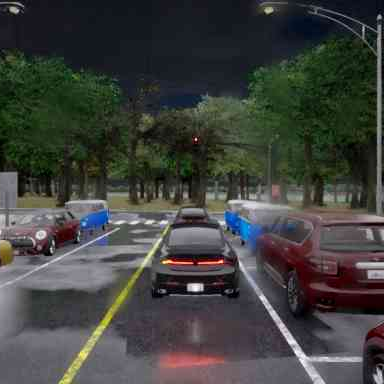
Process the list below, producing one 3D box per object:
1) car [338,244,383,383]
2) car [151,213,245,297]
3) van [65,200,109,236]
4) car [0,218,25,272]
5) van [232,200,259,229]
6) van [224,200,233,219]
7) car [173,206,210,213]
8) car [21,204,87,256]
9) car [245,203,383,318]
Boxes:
[{"bbox_3d":[2.762,1.440,1.926,1.967,1.590,4.097,0,0,0],"label":"car"},{"bbox_3d":[0.073,1.505,8.535,1.837,1.490,4.892,0,0,0],"label":"car"},{"bbox_3d":[-5.772,1.342,18.235,1.690,1.788,3.998,0,0,0],"label":"van"},{"bbox_3d":[-5.766,1.525,7.190,1.752,1.417,4.829,0,0,0],"label":"car"},{"bbox_3d":[2.756,1.342,12.801,1.690,1.788,3.998,0,0,0],"label":"van"},{"bbox_3d":[2.753,1.342,18.239,1.690,1.788,3.998,0,0,0],"label":"van"},{"bbox_3d":[0.003,1.506,17.939,1.837,1.490,4.892,0,0,-1],"label":"car"},{"bbox_3d":[-5.769,1.441,12.797,1.967,1.590,4.097,0,0,0],"label":"car"},{"bbox_3d":[2.759,1.315,7.364,2.192,1.841,5.009,0,0,0],"label":"car"}]
